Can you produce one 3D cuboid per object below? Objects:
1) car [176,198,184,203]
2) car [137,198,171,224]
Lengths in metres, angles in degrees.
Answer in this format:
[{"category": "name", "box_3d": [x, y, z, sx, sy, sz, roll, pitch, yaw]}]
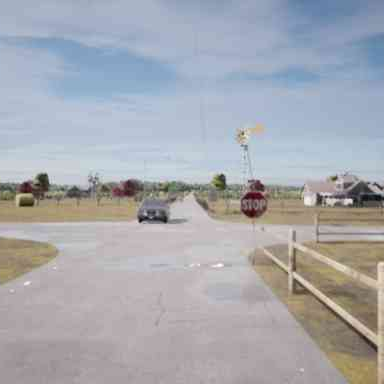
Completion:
[{"category": "car", "box_3d": [-3.142, 2.237, 87.409, 1.994, 1.385, 4.181, 0, -1, 0]}, {"category": "car", "box_3d": [-2.862, 1.466, 26.089, 2.150, 2.045, 5.566, 1, -1, 0]}]
